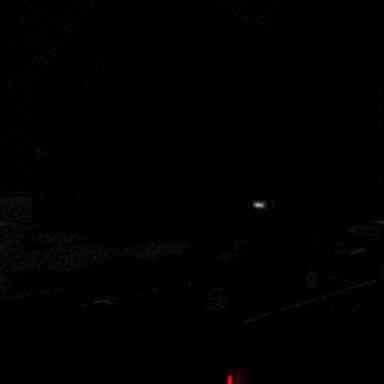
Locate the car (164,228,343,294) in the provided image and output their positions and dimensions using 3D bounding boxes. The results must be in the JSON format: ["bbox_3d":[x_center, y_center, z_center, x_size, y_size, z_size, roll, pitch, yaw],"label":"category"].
[{"bbox_3d":[1.141,1.545,7.359,4.507,1.381,1.887,0,0,-36],"label":"car"}]

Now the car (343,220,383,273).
[{"bbox_3d":[5.632,1.581,10.577,4.206,1.307,1.802,0,0,-36],"label":"car"}]

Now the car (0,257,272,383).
[{"bbox_3d":[-2.083,1.547,1.892,5.357,1.411,2.033,0,0,-36],"label":"car"}]
